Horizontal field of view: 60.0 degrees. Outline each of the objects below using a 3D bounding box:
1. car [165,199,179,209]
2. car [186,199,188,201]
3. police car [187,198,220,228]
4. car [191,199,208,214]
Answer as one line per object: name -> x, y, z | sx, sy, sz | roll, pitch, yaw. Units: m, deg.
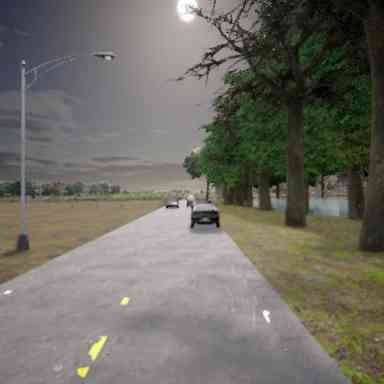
car -> -2.834, 1.705, 48.798 | 2.033, 1.411, 5.357 | 0, 0, 0
car -> 0.000, 1.705, 58.725 | 1.882, 1.535, 5.008 | 0, 0, 0
police car -> 0.825, 1.459, 22.741 | 1.930, 1.638, 5.238 | 0, 0, 0
car -> 0.825, 1.607, 38.631 | 1.837, 1.490, 4.892 | 0, 0, 0
